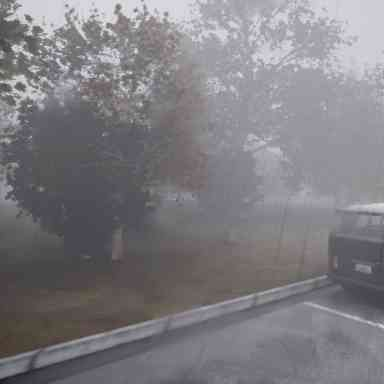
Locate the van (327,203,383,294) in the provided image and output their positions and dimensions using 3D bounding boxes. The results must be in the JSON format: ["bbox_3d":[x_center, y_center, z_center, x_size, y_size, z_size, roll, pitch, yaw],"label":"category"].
[{"bbox_3d":[5.184,1.219,7.723,4.442,1.987,1.878,-1,1,-33],"label":"van"}]
